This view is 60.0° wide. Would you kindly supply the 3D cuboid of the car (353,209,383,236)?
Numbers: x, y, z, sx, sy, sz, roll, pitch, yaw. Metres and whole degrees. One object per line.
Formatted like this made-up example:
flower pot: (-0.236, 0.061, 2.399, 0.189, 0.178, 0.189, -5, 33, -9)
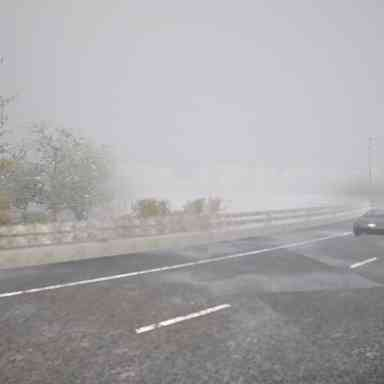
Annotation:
car: (10.210, 1.595, 17.701, 1.994, 1.385, 4.181, 0, 0, 45)
